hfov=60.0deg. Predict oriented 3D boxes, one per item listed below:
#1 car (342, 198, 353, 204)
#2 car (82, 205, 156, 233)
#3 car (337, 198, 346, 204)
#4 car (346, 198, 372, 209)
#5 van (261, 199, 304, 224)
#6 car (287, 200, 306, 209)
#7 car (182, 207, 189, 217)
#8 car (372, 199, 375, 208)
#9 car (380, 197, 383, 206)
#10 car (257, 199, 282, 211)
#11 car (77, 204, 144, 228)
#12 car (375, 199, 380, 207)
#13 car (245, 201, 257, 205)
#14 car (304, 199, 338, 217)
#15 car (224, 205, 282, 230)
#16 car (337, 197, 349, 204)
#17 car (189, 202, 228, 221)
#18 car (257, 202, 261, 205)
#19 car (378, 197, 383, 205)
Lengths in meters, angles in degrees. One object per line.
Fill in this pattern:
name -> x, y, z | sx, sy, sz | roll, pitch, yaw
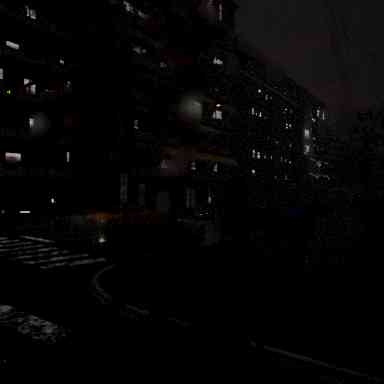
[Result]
car -> 40.199, 2.219, 85.913 | 1.752, 1.417, 4.829 | 1, 0, 36
car -> -4.412, 1.585, 21.107 | 1.882, 1.535, 5.008 | 1, 0, 37
car -> 33.729, 2.175, 77.146 | 1.947, 1.339, 4.313 | 1, 0, 36
car -> 27.326, 1.890, 54.355 | 2.192, 1.841, 5.009 | 1, 0, 36
van -> 7.612, 1.647, 27.642 | 1.690, 1.788, 3.998 | 1, 0, 36
car -> 17.300, 1.973, 54.885 | 1.802, 1.307, 4.206 | 1, 0, 36
car -> 0.873, 1.711, 32.624 | 1.887, 1.381, 4.507 | 1, 0, 36
car -> 30.609, 2.201, 58.807 | 1.802, 1.307, 4.206 | 1, 0, 36
car -> 37.181, 2.250, 67.711 | 1.887, 1.381, 4.507 | 1, 0, 36
car -> 10.730, 1.742, 45.981 | 1.967, 1.590, 4.097 | 1, 0, 36
car -> -5.699, 1.626, 23.719 | 2.008, 1.369, 4.403 | 1, 0, 36
car -> 33.896, 2.102, 63.260 | 1.967, 1.590, 4.097 | 1, 0, 36
car -> 7.443, 1.839, 41.528 | 1.802, 1.307, 4.206 | 1, 0, 36
car -> 14.183, 1.837, 36.546 | 1.967, 1.590, 4.097 | 1, 0, 36
car -> 4.324, 1.826, 23.189 | 1.947, 1.339, 4.313 | 1, 0, 36
car -> 37.016, 2.092, 81.598 | 1.967, 1.590, 4.097 | 1, 0, 36
car -> 2.150, 1.703, 29.987 | 1.837, 1.490, 4.892 | 1, 0, 36
car -> 10.227, 1.788, 40.897 | 1.882, 1.535, 5.008 | 1, 0, 37
car -> 47.041, 2.149, 81.069 | 2.192, 1.841, 5.009 | 1, 0, 36
